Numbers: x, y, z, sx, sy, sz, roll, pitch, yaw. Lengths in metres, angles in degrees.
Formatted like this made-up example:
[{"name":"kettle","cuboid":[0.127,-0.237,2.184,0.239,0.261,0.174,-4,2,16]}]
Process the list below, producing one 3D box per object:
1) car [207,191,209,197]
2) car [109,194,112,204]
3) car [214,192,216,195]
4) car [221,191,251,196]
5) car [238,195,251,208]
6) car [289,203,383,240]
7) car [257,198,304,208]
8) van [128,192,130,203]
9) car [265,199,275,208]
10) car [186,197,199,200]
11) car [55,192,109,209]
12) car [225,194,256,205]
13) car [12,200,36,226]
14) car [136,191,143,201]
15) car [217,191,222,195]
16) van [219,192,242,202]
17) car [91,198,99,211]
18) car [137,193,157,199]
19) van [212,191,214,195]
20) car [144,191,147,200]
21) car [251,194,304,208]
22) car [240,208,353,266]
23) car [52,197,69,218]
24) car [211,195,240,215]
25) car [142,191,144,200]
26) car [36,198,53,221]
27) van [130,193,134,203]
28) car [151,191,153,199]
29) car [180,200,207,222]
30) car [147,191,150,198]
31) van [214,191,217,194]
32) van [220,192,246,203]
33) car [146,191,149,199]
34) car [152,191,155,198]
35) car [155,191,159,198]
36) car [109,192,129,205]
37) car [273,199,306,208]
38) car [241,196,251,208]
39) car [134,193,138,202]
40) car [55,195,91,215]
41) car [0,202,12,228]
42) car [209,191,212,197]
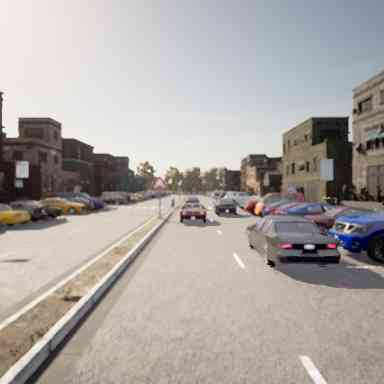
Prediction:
[{"name":"car","cuboid":[7.558,1.052,93.885,4.892,1.521,2.231,0,0,0]},{"name":"car","cuboid":[-12.601,1.318,39.812,4.792,1.488,2.163,0,0,0]},{"name":"car","cuboid":[7.583,1.197,69.070,4.674,1.452,2.002,0,0,0]},{"name":"car","cuboid":[7.629,1.021,49.764,5.566,2.045,2.435,0,0,0]},{"name":"car","cuboid":[7.583,1.365,35.977,4.792,1.488,2.163,0,0,0]},{"name":"car","cuboid":[7.630,1.436,16.673,4.674,1.452,2.002,0,0,0]},{"name":"car","cuboid":[7.618,1.410,25.076,4.674,1.452,2.002,0,0,0]},{"name":"van","cuboid":[-12.748,0.992,53.708,4.442,1.987,1.878,0,0,0]},{"name":"car","cuboid":[7.621,1.418,22.187,4.674,1.452,2.002,0,0,0]},{"name":"car","cuboid":[0.067,1.340,41.016,1.837,1.490,4.892,0,0,0]},{"name":"car","cuboid":[-12.602,1.050,37.031,5.566,2.045,2.435,0,0,0]},{"name":"car","cuboid":[7.629,1.132,52.400,4.553,1.767,2.185,0,0,0]},{"name":"car","cuboid":[-12.839,1.372,20.365,5.366,1.575,1.946,0,0,0]},{"name":"car","cuboid":[-12.446,1.168,62.048,5.366,1.575,1.946,0,0,0]},{"name":"car","cuboid":[7.622,0.973,58.038,5.566,2.045,2.435,0,0,0]},{"name":"van","cuboid":[7.704,0.947,66.312,4.442,1.987,1.878,0,0,0]},{"name":"car","cuboid":[-12.624,1.315,34.253,4.892,1.521,2.231,0,0,0]},{"name":"car","cuboid":[-12.446,1.036,92.616,5.366,1.575,1.946,0,0,0]},{"name":"van","cuboid":[7.693,0.873,80.097,4.442,1.987,1.878,0,0,0]},{"name":"car","cuboid":[-12.627,1.124,70.387,5.008,1.535,2.097,0,0,0]},{"name":"car","cuboid":[7.587,1.237,27.703,4.553,1.767,2.185,0,0,0]},{"name":"car","cuboid":[3.091,1.486,11.278,2.033,1.411,5.357,0,0,0]},{"name":"car","cuboid":[-12.642,1.352,25.798,5.008,1.535,2.097,0,0,0]},{"name":"car","cuboid":[3.069,1.343,31.519,1.837,1.490,4.892,-1,2,0]},{"name":"car","cuboid":[-12.662,1.014,67.605,4.553,1.767,2.185,0,0,0]},{"name":"car","cuboid":[-12.674,1.393,23.142,4.792,1.488,2.163,0,0,0]},{"name":"van","cuboid":[-12.747,0.977,56.487,4.442,1.987,1.878,0,0,0]},{"name":"car","cuboid":[-12.629,1.112,81.502,4.674,1.452,2.002,0,0,0]},{"name":"car","cuboid":[0.080,1.492,25.043,1.895,1.301,4.718,0,0,0]},{"name":"car","cuboid":[-12.600,0.970,75.941,4.553,1.767,2.185,0,0,0]},{"name":"van","cuboid":[7.697,0.899,74.585,4.442,1.987,1.878,0,0,0]},{"name":"van","cuboid":[7.475,0.981,60.796,4.442,1.987,1.878,0,0,0]},{"name":"car","cuboid":[-12.637,1.111,73.164,4.892,1.521,2.231,0,0,0]},{"name":"car","cuboid":[-12.625,1.063,84.280,4.892,1.521,2.231,0,0,0]},{"name":"car","cuboid":[-12.603,0.794,89.838,5.566,2.045,2.435,0,0,0]},{"name":"car","cuboid":[-12.624,1.233,50.930,4.892,1.521,2.231,0,0,0]},{"name":"car","cuboid":[7.620,1.387,19.430,5.008,1.535,2.097,0,0,0]},{"name":"car","cuboid":[7.617,1.385,33.219,4.674,1.452,2.002,0,0,0]},{"name":"car","cuboid":[-12.633,1.227,59.268,4.674,1.452,2.002,0,0,0]},{"name":"car","cuboid":[-12.635,1.327,31.473,5.008,1.535,2.097,0,0,0]},{"name":"car","cuboid":[-12.633,1.417,17.585,4.792,1.488,2.163,0,0,0]},{"name":"car","cuboid":[7.602,0.836,82.856,5.566,2.045,2.435,0,0,0]}]
